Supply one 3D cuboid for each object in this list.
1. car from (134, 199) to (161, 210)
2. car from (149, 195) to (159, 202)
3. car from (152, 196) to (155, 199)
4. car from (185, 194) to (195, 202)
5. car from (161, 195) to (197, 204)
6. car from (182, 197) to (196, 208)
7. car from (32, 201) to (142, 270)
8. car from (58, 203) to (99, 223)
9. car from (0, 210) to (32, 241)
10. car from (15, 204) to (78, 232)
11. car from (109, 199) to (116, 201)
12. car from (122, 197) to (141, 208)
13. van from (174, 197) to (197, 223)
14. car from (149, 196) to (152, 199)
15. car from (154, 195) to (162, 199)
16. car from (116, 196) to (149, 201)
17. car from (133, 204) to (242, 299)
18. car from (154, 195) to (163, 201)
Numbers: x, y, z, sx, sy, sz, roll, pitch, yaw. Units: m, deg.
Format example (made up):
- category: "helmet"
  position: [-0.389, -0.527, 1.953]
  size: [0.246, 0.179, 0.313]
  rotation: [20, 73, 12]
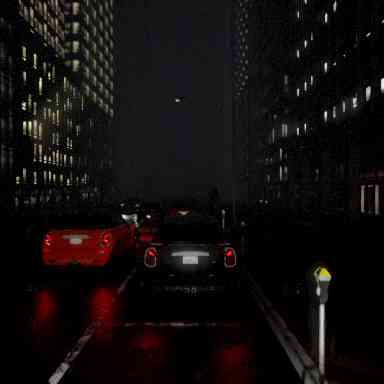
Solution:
- category: "car"
  position: [-3.061, 1.499, 25.922]
  size: [1.837, 1.490, 4.892]
  rotation: [0, 0, 0]
- category: "car"
  position: [-8.843, 1.509, 77.339]
  size: [1.752, 1.417, 4.829]
  rotation: [-1, 0, 0]
- category: "car"
  position: [-8.845, 1.426, 66.141]
  size: [1.967, 1.590, 4.097]
  rotation: [-1, 0, 0]
- category: "car"
  position: [-0.465, 1.298, 77.509]
  size: [2.192, 1.841, 5.009]
  rotation: [-1, 0, 0]
- category: "car"
  position: [-0.465, 1.311, 20.672]
  size: [2.192, 1.841, 5.009]
  rotation: [-1, 0, 0]
- category: "car"
  position: [-0.463, 1.541, 49.090]
  size: [2.008, 1.369, 4.403]
  rotation: [-1, 0, 0]
- category: "car"
  position: [-3.146, 1.351, 11.131]
  size: [2.097, 1.767, 4.553]
  rotation: [0, 0, 0]
- category: "car"
  position: [-8.843, 1.577, 26.356]
  size: [1.802, 1.307, 4.206]
  rotation: [-1, 0, 0]
- category: "car"
  position: [-8.843, 1.542, 14.989]
  size: [1.887, 1.381, 4.507]
  rotation: [-1, 0, 0]
- category: "car"
  position: [-8.844, 1.547, 20.672]
  size: [2.008, 1.369, 4.403]
  rotation: [-1, 0, 0]
- category: "car"
  position: [-8.844, 1.544, 37.723]
  size: [2.008, 1.369, 4.403]
  rotation: [-1, 0, 0]
- category: "car"
  position: [-8.843, 1.541, 49.090]
  size: [2.008, 1.369, 4.403]
  rotation: [-1, 0, 0]
- category: "van"
  position: [-0.465, 1.336, 26.356]
  size: [1.690, 1.788, 3.998]
  rotation: [-1, 0, 0]
- category: "car"
  position: [-8.843, 1.570, 60.458]
  size: [1.802, 1.307, 4.206]
  rotation: [-1, 0, 0]
- category: "car"
  position: [-3.059, 1.484, 41.637]
  size: [2.128, 1.511, 4.902]
  rotation: [0, 0, 0]
- category: "car"
  position: [-6.230, 1.346, 35.245]
  size: [2.097, 1.767, 4.553]
  rotation: [0, 0, 0]
- category: "car"
  position: [-0.033, 1.351, 8.621]
  size: [2.097, 1.767, 4.553]
  rotation: [0, 0, 0]
- category: "car"
  position: [-8.844, 1.545, 88.876]
  size: [1.947, 1.339, 4.313]
  rotation: [-1, 0, 0]
